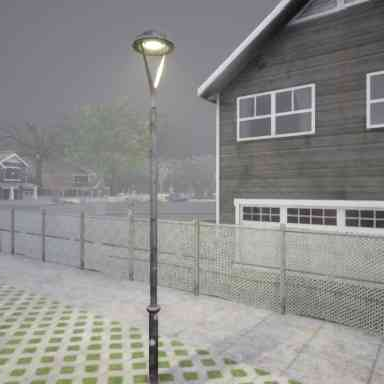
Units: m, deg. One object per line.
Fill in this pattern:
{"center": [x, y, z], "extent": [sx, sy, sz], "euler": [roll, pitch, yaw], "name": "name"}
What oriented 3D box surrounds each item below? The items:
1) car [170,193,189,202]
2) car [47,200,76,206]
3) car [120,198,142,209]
{"center": [-2.196, 1.250, 58.511], "extent": [2.150, 2.045, 5.566], "euler": [0, 0, 16], "name": "car"}
{"center": [-13.655, 1.582, 33.948], "extent": [2.128, 1.511, 4.902], "euler": [0, 0, 22], "name": "car"}
{"center": [-8.819, 1.604, 47.080], "extent": [1.837, 1.490, 4.892], "euler": [0, 0, 19], "name": "car"}
